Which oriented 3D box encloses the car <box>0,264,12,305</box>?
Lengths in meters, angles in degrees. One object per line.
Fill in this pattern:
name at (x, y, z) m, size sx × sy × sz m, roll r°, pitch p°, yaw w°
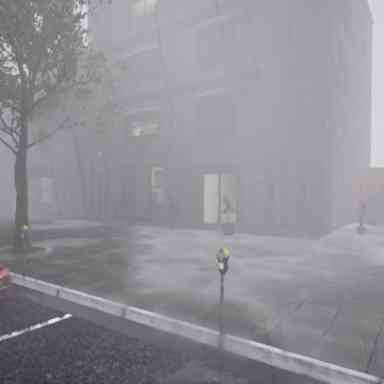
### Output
car at (-5.165, 1.565, 6.547) m, size 4.206 × 1.307 × 1.802 m, roll 0°, pitch 1°, yaw 35°
